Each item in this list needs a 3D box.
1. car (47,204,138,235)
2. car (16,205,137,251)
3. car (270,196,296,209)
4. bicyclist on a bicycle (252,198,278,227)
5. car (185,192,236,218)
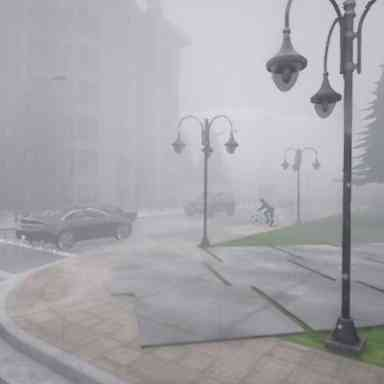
[{"bbox_3d":[-5.383,1.411,18.661,1.895,1.301,4.718,1,0,36],"label":"car"},{"bbox_3d":[-4.506,1.343,13.522,2.128,1.511,4.902,0,0,32],"label":"car"},{"bbox_3d":[11.427,1.306,41.676,2.128,1.511,4.902,1,0,36],"label":"car"},{"bbox_3d":[4.166,1.198,19.057,1.656,1.620,0.582,0,0,36],"label":"bicyclist on a bicycle"},{"bbox_3d":[1.689,1.034,28.363,2.150,2.045,5.566,1,0,36],"label":"car"}]
